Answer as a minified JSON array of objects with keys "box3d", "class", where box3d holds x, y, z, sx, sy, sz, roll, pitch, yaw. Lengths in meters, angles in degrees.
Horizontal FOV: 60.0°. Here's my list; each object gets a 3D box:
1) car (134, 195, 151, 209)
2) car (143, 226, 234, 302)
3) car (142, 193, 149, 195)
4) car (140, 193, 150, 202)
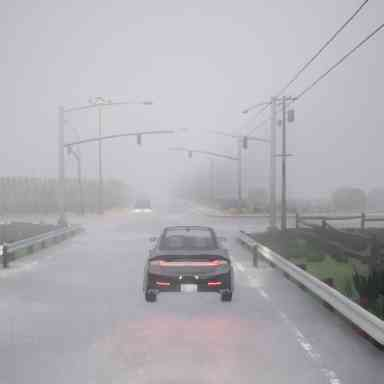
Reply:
[{"box3d":[-6.403,1.470,43.465,1.994,1.385,4.181,0,1,-7],"class":"car"},{"box3d":[-0.097,1.614,8.519,2.128,1.511,4.902,0,-2,-1],"class":"car"},{"box3d":[-7.606,1.262,53.066,1.812,1.442,4.674,0,1,-7],"class":"car"},{"box3d":[-8.903,1.058,63.435,1.837,1.490,4.892,0,1,-7],"class":"car"}]
